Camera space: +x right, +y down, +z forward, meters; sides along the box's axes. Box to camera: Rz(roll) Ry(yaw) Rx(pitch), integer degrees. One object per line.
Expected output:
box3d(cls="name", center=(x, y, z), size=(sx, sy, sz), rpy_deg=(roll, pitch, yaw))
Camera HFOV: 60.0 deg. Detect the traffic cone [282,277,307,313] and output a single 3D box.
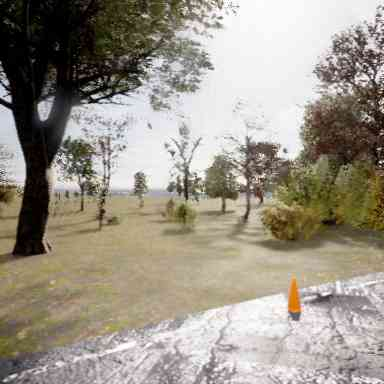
box3d(cls="traffic cone", center=(1.942, 1.919, 6.313), size=(0.340, 0.580, 0.340), rpy_deg=(0, 0, -32))
